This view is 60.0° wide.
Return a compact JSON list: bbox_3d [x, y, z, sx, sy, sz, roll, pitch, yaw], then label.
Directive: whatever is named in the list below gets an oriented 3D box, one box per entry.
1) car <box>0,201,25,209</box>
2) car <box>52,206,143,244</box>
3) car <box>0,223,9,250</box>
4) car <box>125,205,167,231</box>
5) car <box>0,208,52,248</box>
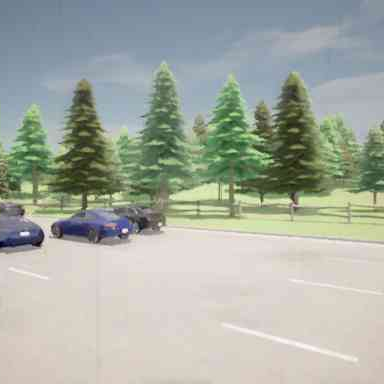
[{"bbox_3d":[-16.202,1.556,28.430,4.902,1.511,2.128,0,0,36],"label":"car"},{"bbox_3d":[-4.824,1.554,16.009,4.674,1.442,1.812,0,0,36],"label":"car"},{"bbox_3d":[-7.062,1.588,8.993,4.181,1.385,1.994,0,0,36],"label":"car"},{"bbox_3d":[-3.705,1.534,19.515,4.892,1.490,1.837,-1,0,36],"label":"car"},{"bbox_3d":[-8.116,1.596,14.062,4.181,1.385,1.994,0,0,36],"label":"car"}]
